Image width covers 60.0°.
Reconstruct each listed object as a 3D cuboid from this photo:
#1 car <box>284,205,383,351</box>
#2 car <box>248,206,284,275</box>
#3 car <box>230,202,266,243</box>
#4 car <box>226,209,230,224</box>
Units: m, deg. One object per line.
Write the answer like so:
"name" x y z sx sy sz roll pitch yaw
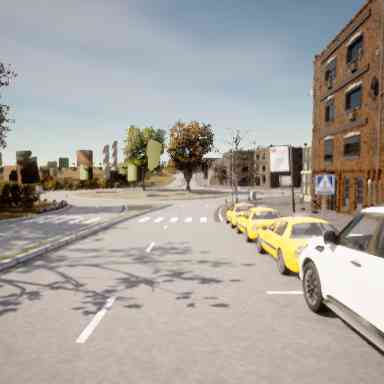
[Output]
"car" 3.222 1.172 4.298 2.435 2.045 5.566 0 0 0
"car" 3.225 1.420 10.107 1.946 1.575 5.366 0 0 0
"car" 3.225 1.419 15.631 1.946 1.575 5.366 0 0 0
"car" 3.235 1.421 21.154 1.946 1.575 5.366 0 0 0
